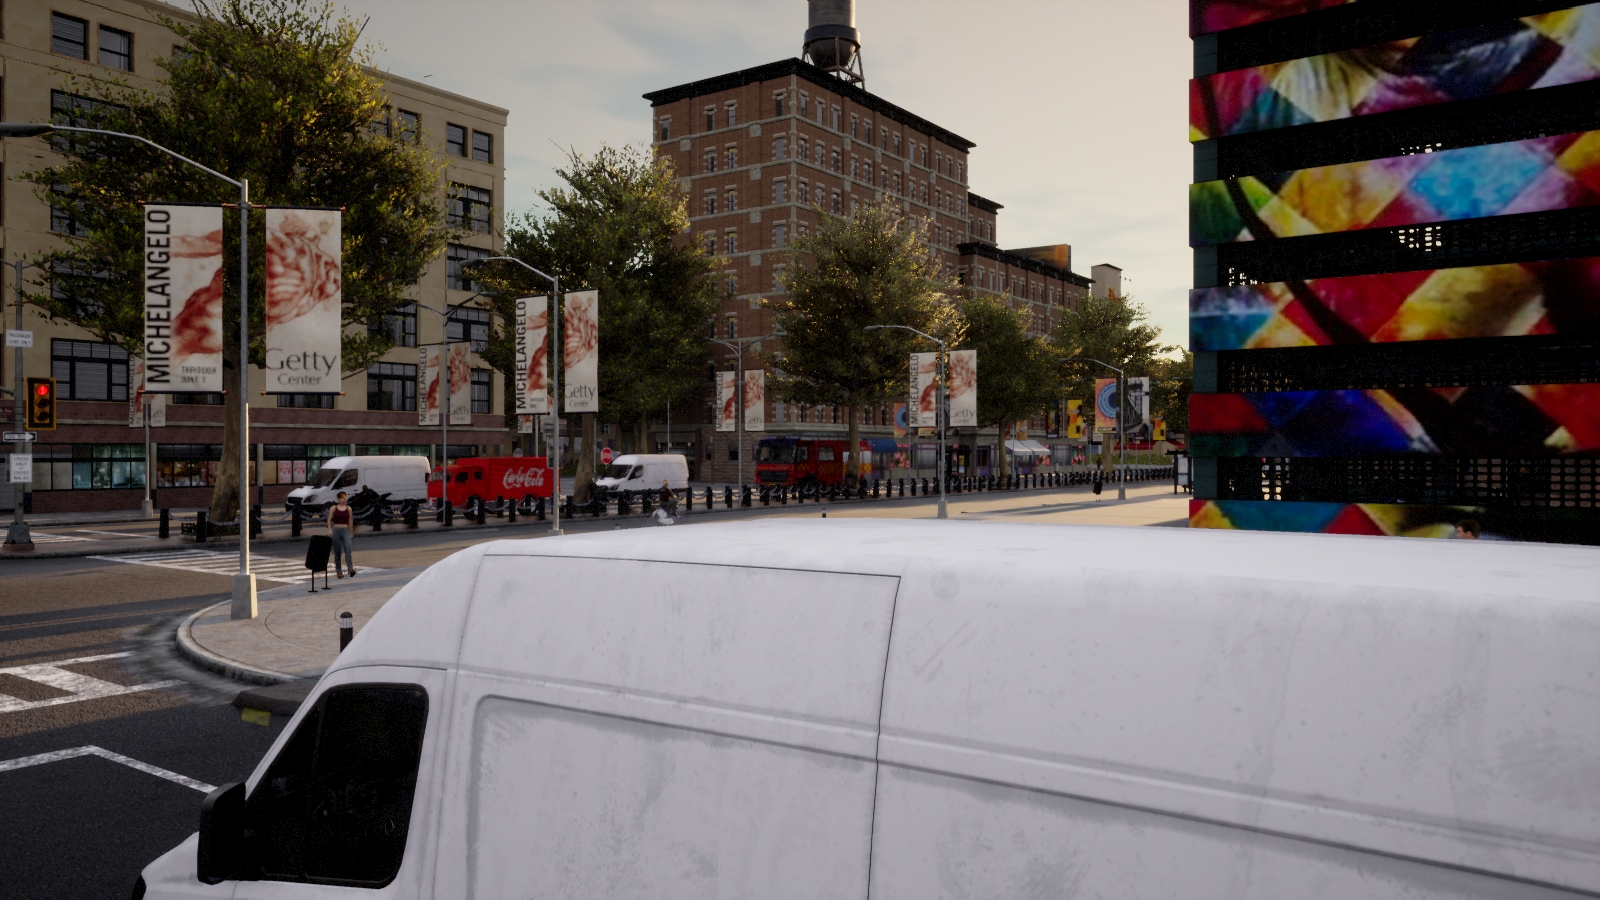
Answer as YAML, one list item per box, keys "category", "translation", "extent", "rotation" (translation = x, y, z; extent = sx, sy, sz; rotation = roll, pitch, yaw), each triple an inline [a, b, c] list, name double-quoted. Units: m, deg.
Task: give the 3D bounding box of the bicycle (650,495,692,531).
- category: "bicycle"
  translation: [-4.524, 2.210, 40.123]
  extent: [0.329, 1.171, 1.835]
  rotation: [0, 0, 36]

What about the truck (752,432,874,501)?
- category: "truck"
  translation: [0.928, 0.890, 67.547]
  extent: [2.891, 3.827, 8.468]
  rotation: [0, 0, 35]

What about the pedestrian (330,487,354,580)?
- category: "pedestrian"
  translation: [-9.370, 1.696, 23.391]
  extent: [0.375, 1.860, 0.375]
  rotation: [0, 0, -35]

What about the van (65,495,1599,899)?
- category: "van"
  translation: [-0.118, 1.534, 3.913]
  extent: [5.915, 2.561, 1.988]
  rotation: [0, 0, 36]

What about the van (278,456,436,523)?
- category: "van"
  translation: [-18.072, 1.534, 46.924]
  extent: [1.988, 2.561, 5.915]
  rotation: [0, 0, 36]

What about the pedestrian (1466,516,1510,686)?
- category: "pedestrian"
  translation: [7.831, 1.696, 13.003]
  extent: [0.375, 1.860, 0.375]
  rotation: [0, 0, 39]

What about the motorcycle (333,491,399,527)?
- category: "motorcycle"
  translation: [-16.409, 2.205, 43.241]
  extent: [0.867, 1.251, 2.209]
  rotation: [0, 0, 35]

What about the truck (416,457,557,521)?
- category: "truck"
  translation: [-13.076, 1.565, 47.908]
  extent: [2.627, 2.467, 5.204]
  rotation: [0, 0, 36]

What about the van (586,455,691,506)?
- category: "van"
  translation: [-8.466, 1.534, 60.400]
  extent: [1.988, 2.561, 5.915]
  rotation: [0, 0, 36]
